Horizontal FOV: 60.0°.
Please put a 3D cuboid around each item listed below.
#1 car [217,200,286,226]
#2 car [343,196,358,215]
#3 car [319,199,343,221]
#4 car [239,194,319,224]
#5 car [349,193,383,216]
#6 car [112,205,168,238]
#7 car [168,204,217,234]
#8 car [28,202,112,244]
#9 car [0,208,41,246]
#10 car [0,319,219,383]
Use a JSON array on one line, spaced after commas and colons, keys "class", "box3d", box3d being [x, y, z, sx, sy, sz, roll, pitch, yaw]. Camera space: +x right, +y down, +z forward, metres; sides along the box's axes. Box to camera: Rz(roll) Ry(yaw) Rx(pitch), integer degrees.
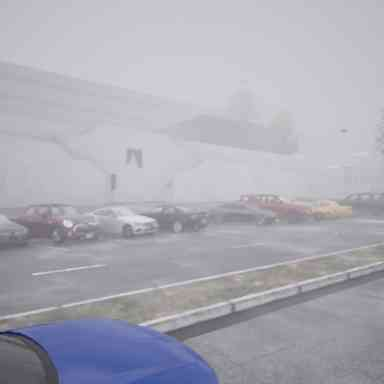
[{"class": "car", "box3d": [3.504, 1.463, 22.695, 4.792, 1.488, 2.163, -1, -1, 35]}, {"class": "car", "box3d": [10.654, 1.401, 28.033, 5.366, 1.575, 1.946, -1, 0, 35]}, {"class": "car", "box3d": [8.522, 1.404, 26.087, 5.366, 1.575, 1.946, -1, -1, 35]}, {"class": "car", "box3d": [5.946, 1.170, 24.441, 5.566, 2.045, 2.435, -1, -1, 35]}, {"class": "car", "box3d": [15.667, 1.140, 31.425, 5.566, 2.045, 2.435, -1, 0, 35]}, {"class": "car", "box3d": [-3.857, 1.515, 17.486, 4.674, 1.452, 2.002, -1, -1, 35]}, {"class": "car", "box3d": [-1.408, 1.463, 19.219, 5.008, 1.535, 2.097, -1, 0, 35]}, {"class": "car", "box3d": [-6.326, 1.359, 15.763, 4.553, 1.767, 2.185, -1, -1, 35]}, {"class": "car", "box3d": [-8.743, 1.533, 14.005, 4.674, 1.452, 2.002, -1, -1, 35]}, {"class": "car", "box3d": [-2.048, 1.477, 1.672, 5.008, 1.535, 1.882, 0, 0, -35]}]
